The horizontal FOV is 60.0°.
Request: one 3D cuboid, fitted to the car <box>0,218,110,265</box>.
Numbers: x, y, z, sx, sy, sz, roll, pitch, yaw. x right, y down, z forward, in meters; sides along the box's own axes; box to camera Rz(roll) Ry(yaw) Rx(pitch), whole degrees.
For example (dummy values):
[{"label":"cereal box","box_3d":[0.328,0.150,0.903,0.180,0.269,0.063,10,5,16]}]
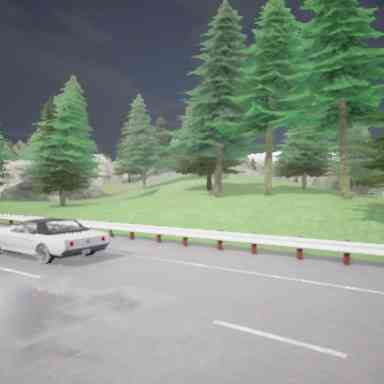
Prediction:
[{"label":"car","box_3d":[-5.151,1.553,11.505,4.718,1.301,1.895,0,0,33]}]
